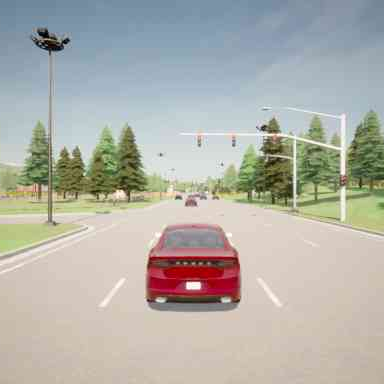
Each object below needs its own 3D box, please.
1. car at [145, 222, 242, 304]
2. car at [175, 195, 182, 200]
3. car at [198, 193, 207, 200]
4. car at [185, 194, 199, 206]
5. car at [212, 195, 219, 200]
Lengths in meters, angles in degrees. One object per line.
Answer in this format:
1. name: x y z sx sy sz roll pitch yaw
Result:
1. car: 0.038 1.477 8.262 1.882 1.535 5.008 0 0 0
2. car: -3.789 1.471 94.300 1.882 1.535 5.008 0 0 0
3. car: 3.211 1.517 94.322 1.812 1.442 4.674 0 0 0
4. car: -0.161 1.521 52.865 1.812 1.442 4.674 0 0 0
5. car: 6.711 1.518 94.332 2.128 1.511 4.902 0 0 0
